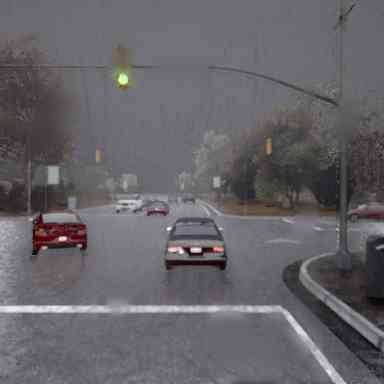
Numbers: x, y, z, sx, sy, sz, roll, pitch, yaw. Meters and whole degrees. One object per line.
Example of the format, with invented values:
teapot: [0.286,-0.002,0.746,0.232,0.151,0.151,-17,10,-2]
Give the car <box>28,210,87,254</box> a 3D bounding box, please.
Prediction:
car: [-5.684,1.504,13.889,1.882,1.535,5.008,1,-1,-27]

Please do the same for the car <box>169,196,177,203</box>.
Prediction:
car: [-4.062,1.551,70.046,2.128,1.511,4.902,0,0,-4]

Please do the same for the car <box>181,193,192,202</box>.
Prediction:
car: [-1.335,1.204,79.970,2.150,2.045,5.566,0,0,-7]

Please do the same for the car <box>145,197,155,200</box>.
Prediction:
car: [-7.054,1.574,48.176,2.128,1.511,4.902,0,0,0]

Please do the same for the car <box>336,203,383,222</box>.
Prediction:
car: [13.689,1.574,25.942,4.674,1.442,1.812,0,0,-3]

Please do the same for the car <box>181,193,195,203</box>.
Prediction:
car: [-0.529,1.254,69.635,2.150,2.045,5.566,0,0,-4]

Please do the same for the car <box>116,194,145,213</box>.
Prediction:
car: [-7.094,1.294,38.005,2.150,2.045,5.566,0,0,0]

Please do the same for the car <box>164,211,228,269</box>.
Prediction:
car: [0.102,1.569,11.210,2.033,1.411,5.357,0,0,0]

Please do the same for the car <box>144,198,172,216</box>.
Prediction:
car: [-3.399,1.629,34.109,1.994,1.385,4.181,0,0,0]
